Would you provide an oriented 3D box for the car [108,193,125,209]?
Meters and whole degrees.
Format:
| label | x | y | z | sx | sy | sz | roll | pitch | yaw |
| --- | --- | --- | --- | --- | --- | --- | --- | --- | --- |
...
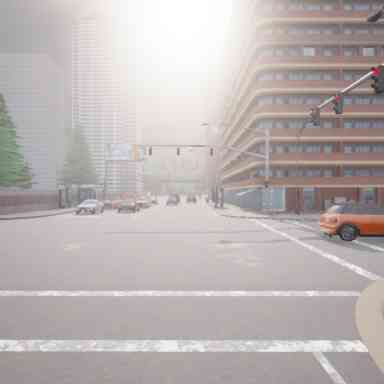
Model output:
| label | x | y | z | sx | sy | sz | roll | pitch | yaw |
| --- | --- | --- | --- | --- | --- | --- | --- | --- | --- |
| car | -10.654 | 1.352 | 43.923 | 2.097 | 1.767 | 4.553 | 0 | 0 | 0 |

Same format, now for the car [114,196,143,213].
| label | x | y | z | sx | sy | sz | roll | pitch | yaw |
| --- | --- | --- | --- | --- | --- | --- | --- | --- | --- |
| car | -7.133 | 1.526 | 37.812 | 1.812 | 1.442 | 4.674 | 0 | 0 | 0 |

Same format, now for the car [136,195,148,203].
| label | x | y | z | sx | sy | sz | roll | pitch | yaw |
| --- | --- | --- | --- | --- | --- | --- | --- | --- | --- |
| car | -10.590 | 1.492 | 70.320 | 1.837 | 1.490 | 4.892 | 0 | 0 | 0 |

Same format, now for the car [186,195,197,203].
| label | x | y | z | sx | sy | sz | roll | pitch | yaw |
| --- | --- | --- | --- | --- | --- | --- | --- | --- | --- |
| car | -0.089 | 1.350 | 69.723 | 2.097 | 1.767 | 4.553 | 0 | 0 | 0 |

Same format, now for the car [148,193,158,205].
| label | x | y | z | sx | sy | sz | roll | pitch | yaw |
| --- | --- | --- | --- | --- | --- | --- | --- | --- | --- |
| car | -7.151 | 1.492 | 59.063 | 2.128 | 1.511 | 4.902 | 0 | 0 | 0 |

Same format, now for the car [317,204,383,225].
| label | x | y | z | sx | sy | sz | roll | pitch | yaw |
| --- | --- | --- | --- | --- | --- | --- | --- | --- | --- |
| car | 11.393 | 1.545 | 23.237 | 4.718 | 1.301 | 1.895 | 0 | 0 | -13 |

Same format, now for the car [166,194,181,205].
| label | x | y | z | sx | sy | sz | roll | pitch | yaw |
| --- | --- | --- | --- | --- | --- | --- | --- | --- | --- |
| car | -3.473 | 1.547 | 58.234 | 2.033 | 1.411 | 5.357 | 0 | 0 | 0 |

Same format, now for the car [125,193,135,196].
| label | x | y | z | sx | sy | sz | roll | pitch | yaw |
| --- | --- | --- | --- | --- | --- | --- | --- | --- | --- |
| car | -10.661 | 1.212 | 55.696 | 2.150 | 2.045 | 5.566 | 0 | 1 | 0 |

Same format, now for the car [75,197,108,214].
| label | x | y | z | sx | sy | sz | roll | pitch | yaw |
| --- | --- | --- | --- | --- | --- | --- | --- | --- | --- |
| car | -10.644 | 1.526 | 34.976 | 1.812 | 1.442 | 4.674 | 0 | 0 | 2 |

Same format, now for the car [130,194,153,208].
| label | x | y | z | sx | sy | sz | roll | pitch | yaw |
| --- | --- | --- | --- | --- | --- | --- | --- | --- | --- |
| car | -7.158 | 1.478 | 47.214 | 1.882 | 1.535 | 5.008 | 0 | 0 | 0 |

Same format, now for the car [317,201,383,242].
| label | x | y | z | sx | sy | sz | roll | pitch | yaw |
| --- | --- | --- | --- | --- | --- | --- | --- | --- | --- |
| car | 8.392 | 1.295 | 15.525 | 4.553 | 1.767 | 2.097 | 0 | 0 | -1 |
